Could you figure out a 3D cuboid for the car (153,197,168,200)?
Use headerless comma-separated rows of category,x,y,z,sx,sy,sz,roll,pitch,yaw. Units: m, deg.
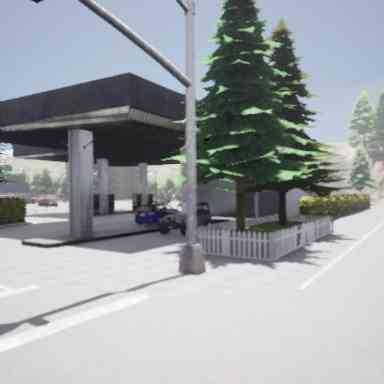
car,-8.887,1.998,77.364,5.027,1.636,2.152,-1,0,34

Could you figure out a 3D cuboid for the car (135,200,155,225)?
car,-2.524,1.779,27.049,2.242,1.667,4.611,-1,0,34

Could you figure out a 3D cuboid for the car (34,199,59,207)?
car,-27.507,2.068,63.588,4.514,1.523,2.007,-1,0,34

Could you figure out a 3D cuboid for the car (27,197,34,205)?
car,-39.270,2.080,79.238,4.605,1.855,1.932,-1,0,34

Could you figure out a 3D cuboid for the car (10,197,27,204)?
car,-40.555,2.057,76.600,3.866,1.878,1.905,-1,0,34

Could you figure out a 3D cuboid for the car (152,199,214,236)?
car,-0.263,1.548,20.287,1.905,1.878,3.866,-1,0,34
